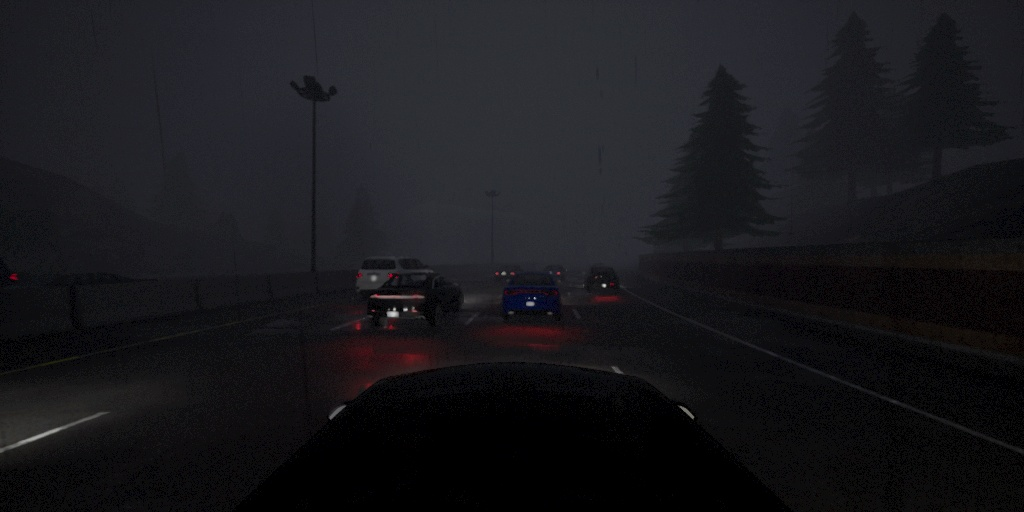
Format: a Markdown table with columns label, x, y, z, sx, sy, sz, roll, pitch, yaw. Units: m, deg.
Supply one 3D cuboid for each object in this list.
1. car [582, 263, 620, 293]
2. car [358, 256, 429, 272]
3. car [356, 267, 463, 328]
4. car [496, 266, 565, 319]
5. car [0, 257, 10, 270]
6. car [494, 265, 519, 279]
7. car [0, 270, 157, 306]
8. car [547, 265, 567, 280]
| label | x | y | z | sx | sy | sz | roll | pitch | yaw |
| --- | --- | --- | --- | --- | --- | --- | --- | --- | --- |
| car | 5.463 | 1.376 | 22.096 | 1.837 | 1.490 | 4.892 | 0 | 0 | 9 |
| car | -5.714 | 1.048 | 18.361 | 2.150 | 2.045 | 5.566 | 0 | 0 | 7 |
| car | -2.874 | 1.288 | 11.597 | 2.128 | 1.511 | 4.902 | 0 | 0 | 4 |
| car | 0.775 | 1.290 | 13.150 | 1.882 | 1.535 | 5.008 | 0 | 0 | 5 |
| car | -20.613 | 0.979 | 11.734 | 2.150 | 2.045 | 5.566 | 0 | 0 | 5 |
| car | -0.046 | 1.451 | 30.603 | 2.033 | 1.411 | 5.357 | 0 | 0 | 13 |
| car | -16.923 | 1.325 | 13.769 | 2.033 | 1.411 | 5.357 | 0 | 0 | 5 |
| car | 3.758 | 1.465 | 31.556 | 2.033 | 1.411 | 5.357 | 0 | 0 | 13 |
